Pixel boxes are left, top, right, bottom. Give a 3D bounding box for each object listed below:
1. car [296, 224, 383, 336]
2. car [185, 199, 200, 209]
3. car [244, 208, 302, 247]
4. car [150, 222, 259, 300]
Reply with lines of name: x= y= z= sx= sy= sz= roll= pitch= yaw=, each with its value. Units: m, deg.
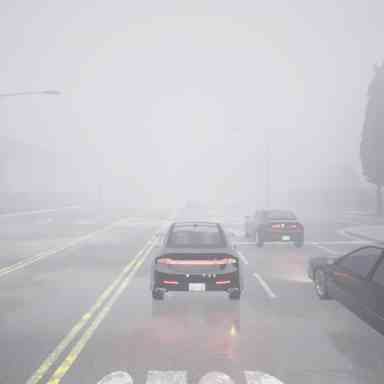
car: x=3.591 y=1.547 z=5.349 sx=2.033 sy=1.411 sz=5.357 roll=0 pitch=0 yaw=0
car: x=0.027 y=1.601 z=44.151 sx=1.895 sy=1.301 sz=4.718 roll=0 pitch=0 yaw=0
car: x=3.575 y=1.505 z=15.095 sx=1.837 sy=1.490 sz=4.892 roll=0 pitch=0 yaw=0
car: x=0.087 y=1.492 z=8.397 sx=2.128 sy=1.511 sz=4.902 roll=0 pitch=0 yaw=0
